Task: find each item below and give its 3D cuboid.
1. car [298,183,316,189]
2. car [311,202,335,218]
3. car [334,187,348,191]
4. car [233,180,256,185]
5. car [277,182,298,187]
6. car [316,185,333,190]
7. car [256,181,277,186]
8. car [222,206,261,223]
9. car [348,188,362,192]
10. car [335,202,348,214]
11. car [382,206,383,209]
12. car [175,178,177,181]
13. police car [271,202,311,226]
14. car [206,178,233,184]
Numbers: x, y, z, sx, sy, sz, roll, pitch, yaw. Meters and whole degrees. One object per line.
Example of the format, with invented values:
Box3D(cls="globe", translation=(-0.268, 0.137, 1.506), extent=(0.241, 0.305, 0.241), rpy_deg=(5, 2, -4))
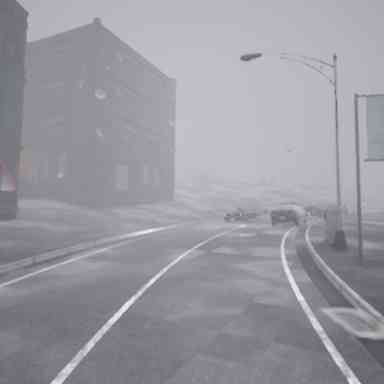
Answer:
Box3D(cls="car", translation=(25.552, -1.246, 77.209), extent=(4.553, 1.767, 2.185), rpy_deg=(3, -5, -25))
Box3D(cls="car", translation=(12.298, 1.780, 32.891), extent=(1.837, 1.490, 4.892), rpy_deg=(-3, -2, 37))
Box3D(cls="car", translation=(35.551, -0.573, 82.317), extent=(4.674, 1.452, 2.002), rpy_deg=(3, -5, -28))
Box3D(cls="car", translation=(10.383, -1.802, 70.443), extent=(4.892, 1.521, 2.231), rpy_deg=(2, -5, -22))
Box3D(cls="car", translation=(20.558, -1.358, 74.846), extent=(5.008, 1.535, 2.097), rpy_deg=(3, -5, -24))
Box3D(cls="car", translation=(30.668, -0.836, 79.757), extent=(4.792, 1.488, 2.163), rpy_deg=(3, -5, -27))
Box3D(cls="car", translation=(15.494, -1.547, 72.587), extent=(4.674, 1.452, 2.002), rpy_deg=(2, -5, -23))
Box3D(cls="car", translation=(4.329, 1.915, 28.729), extent=(1.895, 1.301, 4.718), rpy_deg=(-2, -2, 29))
Box3D(cls="car", translation=(40.293, -0.353, 84.937), extent=(4.892, 1.521, 2.231), rpy_deg=(3, -5, -29))
Box3D(cls="car", translation=(15.947, 1.859, 37.306), extent=(1.837, 1.490, 4.892), rpy_deg=(-4, -3, 42))
Box3D(cls="car", translation=(31.255, 2.261, 50.331), extent=(4.718, 1.301, 1.895), rpy_deg=(0, -4, -23))
Box3D(cls="car", translation=(-4.906, -2.467, 64.376), extent=(4.553, 1.767, 2.185), rpy_deg=(2, -5, -22))
Box3D(cls="police car", translation=(7.303, 1.579, 24.888), extent=(1.930, 1.638, 5.238), rpy_deg=(-2, -1, 27))
Box3D(cls="car", translation=(5.258, -1.992, 68.401), extent=(4.892, 1.521, 2.231), rpy_deg=(2, -5, -22))
